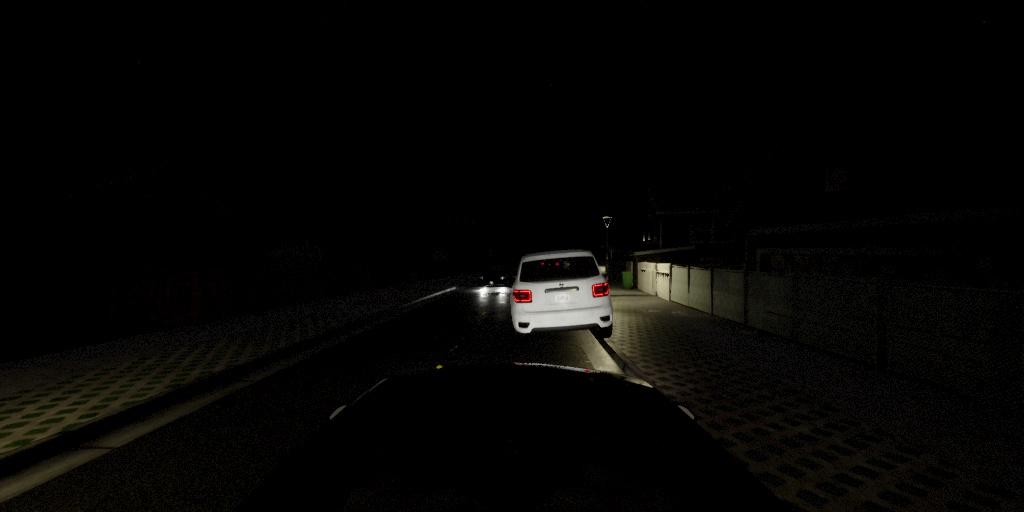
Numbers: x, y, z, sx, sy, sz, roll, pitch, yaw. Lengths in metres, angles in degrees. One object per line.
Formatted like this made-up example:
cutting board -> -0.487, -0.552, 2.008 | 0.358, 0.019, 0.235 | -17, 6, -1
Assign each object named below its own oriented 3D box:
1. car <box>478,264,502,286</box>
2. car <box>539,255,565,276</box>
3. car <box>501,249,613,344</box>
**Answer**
car -> -0.923, 1.290, 25.126 | 2.033, 1.411, 5.357 | 0, 0, 8
car -> 4.363, 0.973, 38.549 | 2.150, 2.045, 5.566 | 0, 0, 13
car -> 1.137, 0.897, 9.638 | 2.150, 2.045, 5.566 | -5, 0, 3
